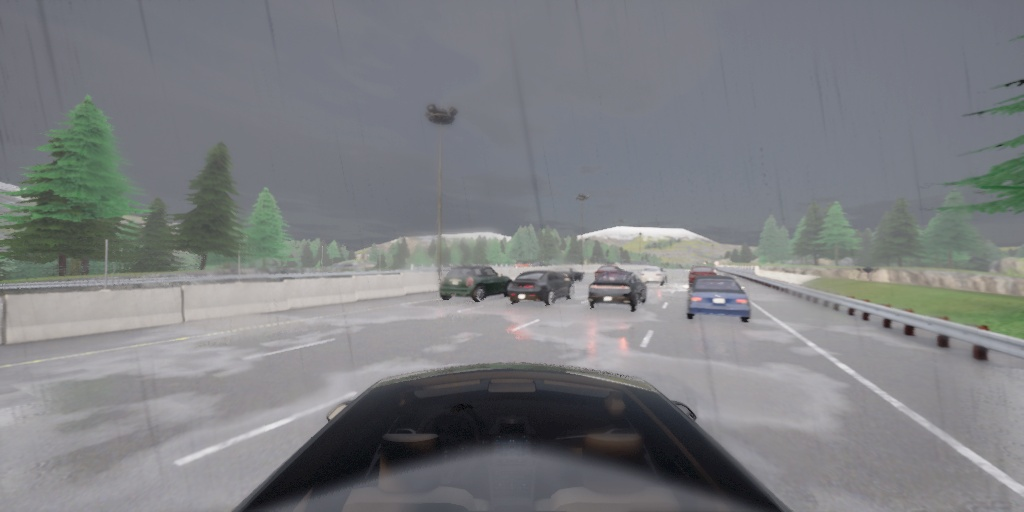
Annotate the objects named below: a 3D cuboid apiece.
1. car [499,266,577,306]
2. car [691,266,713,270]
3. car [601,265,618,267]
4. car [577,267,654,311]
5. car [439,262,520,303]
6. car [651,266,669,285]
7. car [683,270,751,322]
[{"bbox_3d":[1.493,1.424,16.975,1.837,1.490,4.892,0,0,27],"label":"car"},{"bbox_3d":[14.767,1.504,27.926,1.882,1.535,5.008,0,0,27],"label":"car"},{"bbox_3d":[8.499,1.543,31.043,1.882,1.535,5.008,0,0,27],"label":"car"},{"bbox_3d":[4.631,1.391,15.425,2.128,1.511,4.902,0,-1,27],"label":"car"},{"bbox_3d":[-1.668,1.288,18.480,2.097,1.767,4.553,0,-1,27],"label":"car"},{"bbox_3d":[11.481,1.569,29.187,1.812,1.442,4.674,0,0,27],"label":"car"},{"bbox_3d":[7.338,1.417,13.030,2.033,1.411,5.357,0,-1,27],"label":"car"}]
